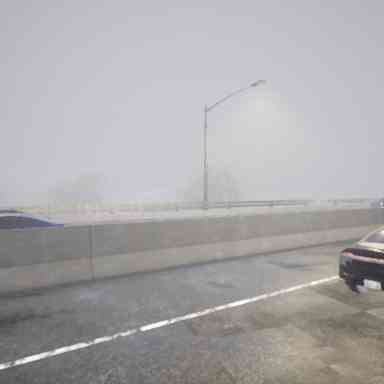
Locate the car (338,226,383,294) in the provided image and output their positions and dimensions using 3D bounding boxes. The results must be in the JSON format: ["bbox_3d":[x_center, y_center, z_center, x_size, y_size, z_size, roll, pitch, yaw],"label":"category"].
[{"bbox_3d":[5.270,1.465,7.458,4.902,1.511,2.128,0,0,-35],"label":"car"}]

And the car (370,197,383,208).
[{"bbox_3d":[24.621,1.385,42.254,5.008,1.535,1.882,0,0,-34],"label":"car"}]

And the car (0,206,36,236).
[{"bbox_3d":[-10.794,1.555,17.775,4.181,1.385,1.994,0,0,-35],"label":"car"}]

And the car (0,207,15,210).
[{"bbox_3d":[-8.910,1.470,14.821,5.008,1.535,1.882,0,0,-35],"label":"car"}]

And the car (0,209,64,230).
[{"bbox_3d":[-6.953,1.519,11.919,4.674,1.442,1.812,0,0,-35],"label":"car"}]
